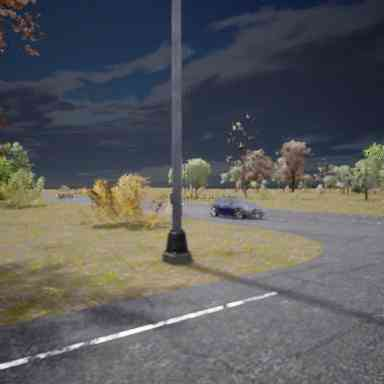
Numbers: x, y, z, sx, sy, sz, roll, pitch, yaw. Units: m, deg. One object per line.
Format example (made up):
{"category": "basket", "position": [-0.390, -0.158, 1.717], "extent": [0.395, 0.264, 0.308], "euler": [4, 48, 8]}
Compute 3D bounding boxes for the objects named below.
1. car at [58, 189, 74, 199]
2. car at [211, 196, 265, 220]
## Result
{"category": "car", "position": [-25.815, 0.399, 67.926], "extent": [2.150, 2.045, 5.566], "euler": [-1, 1, -34]}
{"category": "car", "position": [3.491, 1.139, 25.950], "extent": [2.097, 1.767, 4.553], "euler": [-1, 1, -35]}
